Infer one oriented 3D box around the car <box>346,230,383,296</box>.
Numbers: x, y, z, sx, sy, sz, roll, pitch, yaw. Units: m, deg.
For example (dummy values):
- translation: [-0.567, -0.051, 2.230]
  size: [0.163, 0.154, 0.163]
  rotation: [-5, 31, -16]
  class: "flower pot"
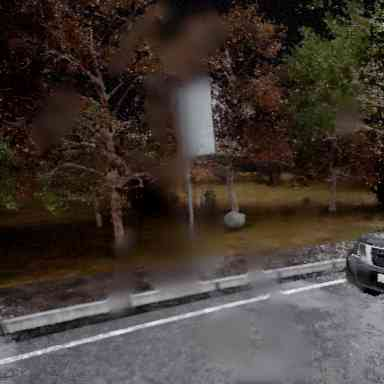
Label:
- translation: [5.812, 1.146, 7.022]
  size: [5.566, 2.045, 2.150]
  rotation: [0, 1, -28]
  class: "car"
